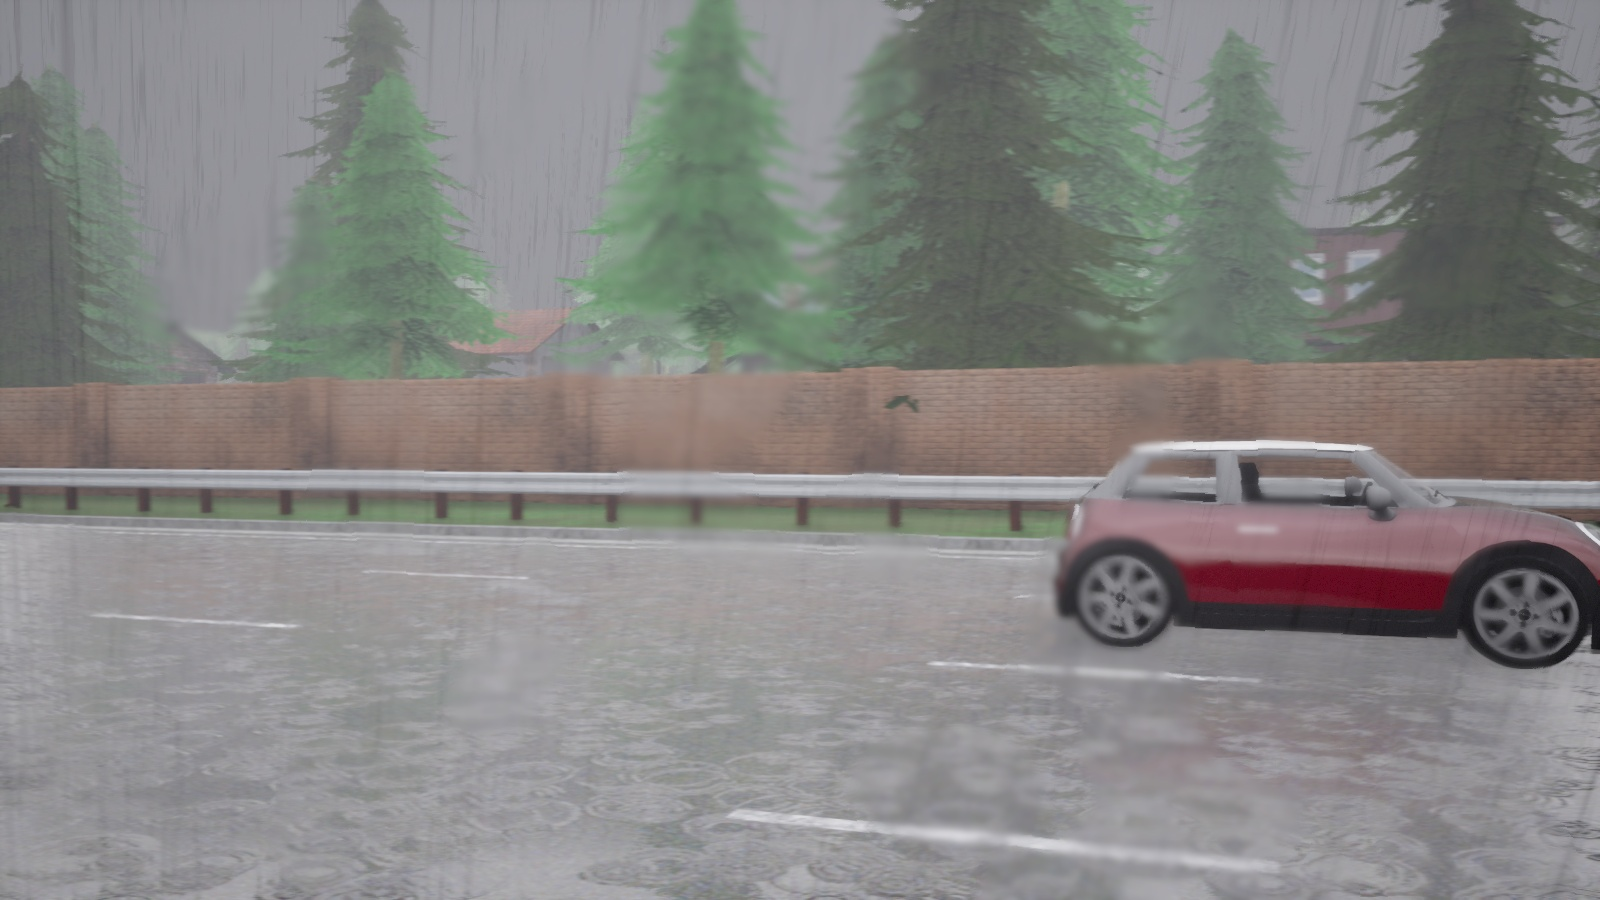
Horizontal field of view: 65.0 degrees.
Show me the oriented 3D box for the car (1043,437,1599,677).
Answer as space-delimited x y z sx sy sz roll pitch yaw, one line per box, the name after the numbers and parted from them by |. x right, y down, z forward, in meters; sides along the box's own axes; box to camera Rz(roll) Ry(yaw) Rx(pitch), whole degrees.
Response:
3.858 0.658 9.279 3.806 1.475 1.970 1 1 19 | car
